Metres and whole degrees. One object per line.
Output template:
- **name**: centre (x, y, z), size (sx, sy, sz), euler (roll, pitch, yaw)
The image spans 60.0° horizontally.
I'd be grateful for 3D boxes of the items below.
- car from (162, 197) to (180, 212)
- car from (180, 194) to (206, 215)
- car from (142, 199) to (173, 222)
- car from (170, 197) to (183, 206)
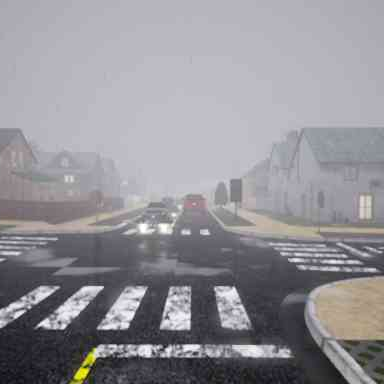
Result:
- **car**: centre (-2.726, 1.337, 37.726), size (2.097, 1.767, 4.553), euler (0, 0, 0)
- **car**: centre (0.207, 1.210, 33.527), size (2.150, 2.045, 5.566), euler (0, 0, 0)
- **car**: centre (-2.766, 1.518, 26.123), size (1.812, 1.442, 4.674), euler (0, 0, 0)
- **car**: centre (-2.607, 1.569, 57.080), size (1.895, 1.301, 4.718), euler (0, 0, 1)
